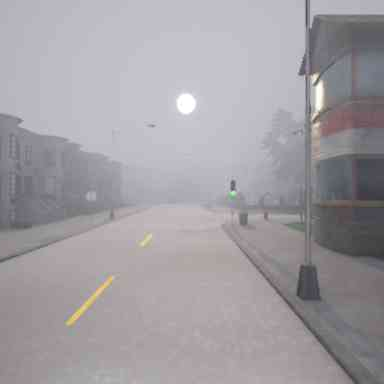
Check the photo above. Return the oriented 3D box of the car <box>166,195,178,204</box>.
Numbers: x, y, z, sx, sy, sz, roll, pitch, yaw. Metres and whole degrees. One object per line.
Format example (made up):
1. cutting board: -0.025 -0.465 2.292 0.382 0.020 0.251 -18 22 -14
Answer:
1. car: -4.002 1.496 67.505 2.097 1.767 4.553 2 -1 0
